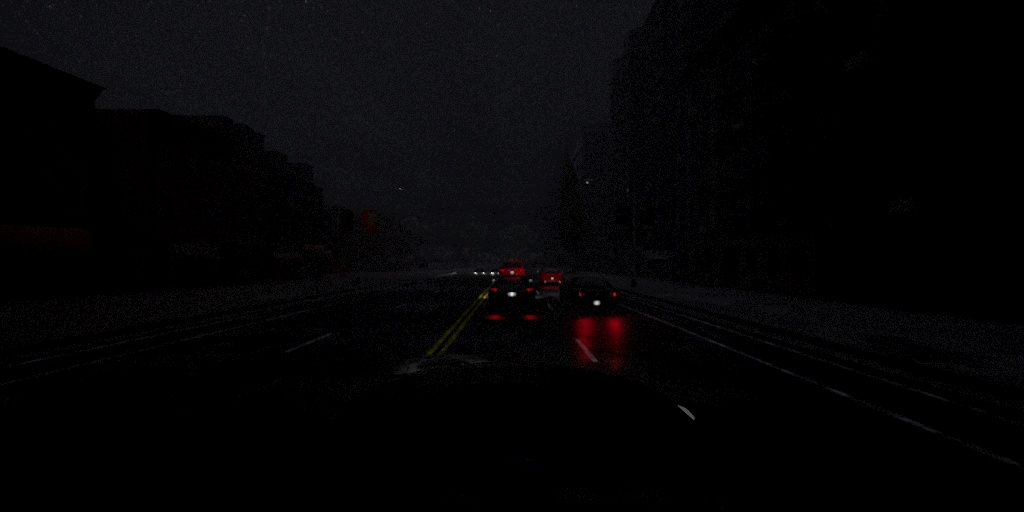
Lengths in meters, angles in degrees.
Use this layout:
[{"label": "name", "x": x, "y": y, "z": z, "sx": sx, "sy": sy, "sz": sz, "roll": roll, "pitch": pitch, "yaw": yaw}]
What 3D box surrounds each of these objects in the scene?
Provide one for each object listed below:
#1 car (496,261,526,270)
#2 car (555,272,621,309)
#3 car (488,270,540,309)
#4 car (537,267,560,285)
[{"label": "car", "x": 0.005, "y": 1.425, "z": 30.905, "sx": 2.150, "sy": 2.045, "sz": 5.566, "roll": 0, "pitch": -1, "yaw": 0}, {"label": "car", "x": 3.254, "y": 1.538, "z": 15.958, "sx": 1.895, "sy": 1.301, "sz": 4.718, "roll": 0, "pitch": -1, "yaw": 0}, {"label": "car", "x": 0.009, "y": 1.504, "z": 16.139, "sx": 1.994, "sy": 1.385, "sz": 4.181, "roll": 0, "pitch": -1, "yaw": 0}, {"label": "car", "x": 3.261, "y": 1.695, "z": 31.342, "sx": 1.882, "sy": 1.535, "sz": 5.008, "roll": 0, "pitch": -1, "yaw": 0}]
